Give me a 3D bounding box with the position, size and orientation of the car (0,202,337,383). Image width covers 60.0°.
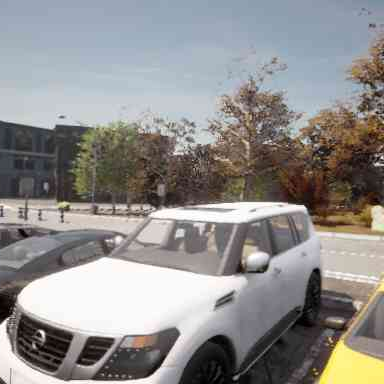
[{"bbox_3d":[0.283,1.222,4.909,2.435,2.045,5.566,0,0,35],"label":"car"}]
